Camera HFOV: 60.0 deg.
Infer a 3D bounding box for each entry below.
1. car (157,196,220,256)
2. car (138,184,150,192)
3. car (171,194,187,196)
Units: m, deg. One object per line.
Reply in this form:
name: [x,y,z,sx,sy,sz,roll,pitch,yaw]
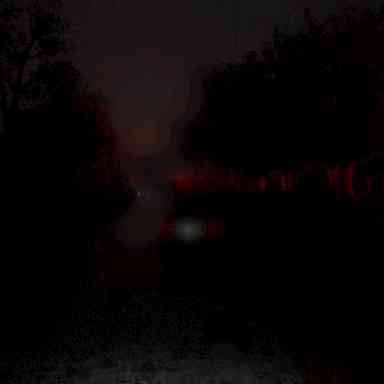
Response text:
car: [-0.160,1.247,12.884,2.097,1.767,4.553,0,1,-2]
car: [-8.243,-0.769,57.296,1.895,1.301,4.718,2,3,-11]
car: [-1.153,0.869,29.044,1.882,1.535,5.008,0,3,-5]
